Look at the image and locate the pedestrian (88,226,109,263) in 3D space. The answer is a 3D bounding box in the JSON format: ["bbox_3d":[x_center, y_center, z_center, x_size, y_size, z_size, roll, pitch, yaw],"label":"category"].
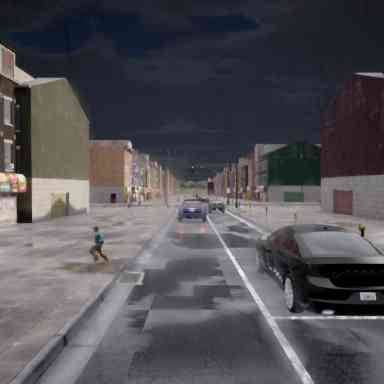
[{"bbox_3d":[-2.706,1.519,9.685,0.500,1.100,0.500,-1,1,-10],"label":"pedestrian"}]

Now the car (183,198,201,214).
[{"bbox_3d":[0.006,1.478,36.178,1.882,1.535,5.008,0,0,1],"label":"car"}]

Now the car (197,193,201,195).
[{"bbox_3d":[2.597,1.614,79.987,1.802,1.307,4.206,-1,0,0],"label":"car"}]

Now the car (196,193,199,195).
[{"bbox_3d":[2.593,1.586,91.052,1.887,1.381,4.507,-1,0,0],"label":"car"}]

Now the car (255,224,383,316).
[{"bbox_3d":[2.747,1.476,7.665,1.882,1.535,5.008,0,0,0],"label":"car"}]

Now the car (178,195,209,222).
[{"bbox_3d":[0.038,1.350,26.303,2.097,1.767,4.553,0,0,0],"label":"car"}]

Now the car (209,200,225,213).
[{"bbox_3d":[2.610,1.552,36.476,2.008,1.369,4.403,-1,0,0],"label":"car"}]
